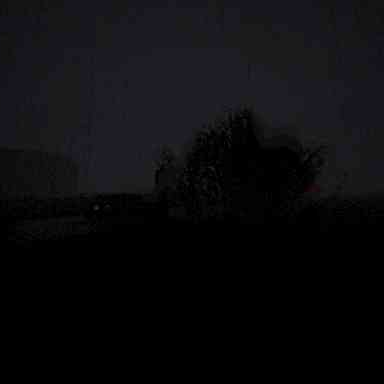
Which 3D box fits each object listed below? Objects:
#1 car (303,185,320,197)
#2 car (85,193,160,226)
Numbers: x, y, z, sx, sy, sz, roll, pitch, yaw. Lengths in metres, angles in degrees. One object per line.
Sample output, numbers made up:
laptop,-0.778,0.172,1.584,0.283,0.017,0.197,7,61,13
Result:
car,18.796,-0.146,52.764,2.150,2.045,5.566,2,2,31
car,-3.834,0.822,19.351,2.097,1.767,4.553,2,2,36
